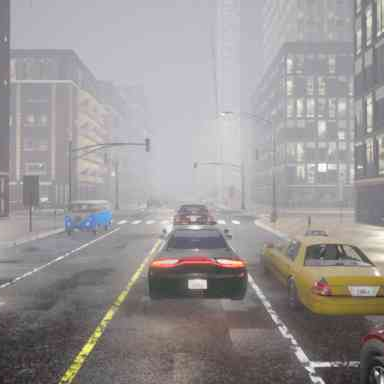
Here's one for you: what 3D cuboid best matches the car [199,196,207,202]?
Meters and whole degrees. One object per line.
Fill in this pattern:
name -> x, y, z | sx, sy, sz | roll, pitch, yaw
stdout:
car -> 2.679, 1.798, 84.812 | 1.947, 1.339, 4.313 | 0, 0, 0

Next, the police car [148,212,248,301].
police car -> 0.100, 1.509, 8.482 | 2.038, 1.542, 4.974 | 0, 0, 0

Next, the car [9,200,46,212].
car -> -19.061, 1.536, 37.834 | 4.507, 1.381, 1.887 | 0, -1, 0

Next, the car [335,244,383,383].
car -> 2.706, 1.441, 1.860 | 1.967, 1.590, 4.097 | 1, 0, 0

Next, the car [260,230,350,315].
car -> 2.706, 1.529, 7.554 | 1.752, 1.417, 4.829 | 1, 0, 0

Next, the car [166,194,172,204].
car -> -5.698, 1.717, 67.821 | 1.947, 1.339, 4.313 | 0, 0, 0

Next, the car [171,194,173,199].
car -> -5.699, 1.758, 73.484 | 1.802, 1.307, 4.206 | 0, 0, 0

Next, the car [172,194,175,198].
car -> -5.700, 1.643, 79.147 | 1.967, 1.590, 4.097 | 0, 0, 0

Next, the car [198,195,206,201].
car -> 2.678, 1.701, 90.475 | 1.967, 1.590, 4.097 | 0, 0, 0

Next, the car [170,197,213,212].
car -> 0.082, 1.368, 18.592 | 2.097, 1.767, 4.553 | 0, 0, 0

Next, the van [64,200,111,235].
van -> -5.663, 1.357, 18.429 | 1.690, 1.788, 3.998 | 1, 0, 0

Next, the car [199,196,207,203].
car -> 2.680, 1.729, 79.318 | 1.752, 1.417, 4.829 | 0, 0, 0

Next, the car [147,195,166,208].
car -> -5.692, 1.405, 50.834 | 2.192, 1.841, 5.009 | 0, 0, 0
